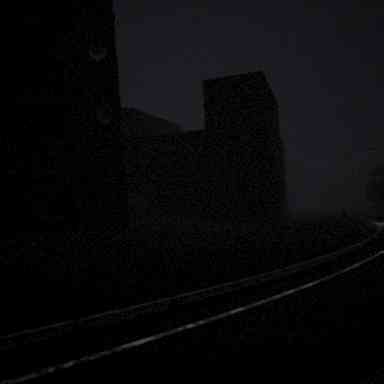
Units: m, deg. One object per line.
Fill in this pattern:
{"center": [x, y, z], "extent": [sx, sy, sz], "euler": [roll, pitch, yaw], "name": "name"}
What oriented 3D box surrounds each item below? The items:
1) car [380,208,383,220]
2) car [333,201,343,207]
{"center": [19.657, 1.998, 32.176], "extent": [1.882, 1.535, 5.008], "euler": [-3, -3, 19], "name": "car"}
{"center": [31.301, 2.631, 71.490], "extent": [1.882, 1.535, 5.008], "euler": [-3, -2, 22], "name": "car"}
